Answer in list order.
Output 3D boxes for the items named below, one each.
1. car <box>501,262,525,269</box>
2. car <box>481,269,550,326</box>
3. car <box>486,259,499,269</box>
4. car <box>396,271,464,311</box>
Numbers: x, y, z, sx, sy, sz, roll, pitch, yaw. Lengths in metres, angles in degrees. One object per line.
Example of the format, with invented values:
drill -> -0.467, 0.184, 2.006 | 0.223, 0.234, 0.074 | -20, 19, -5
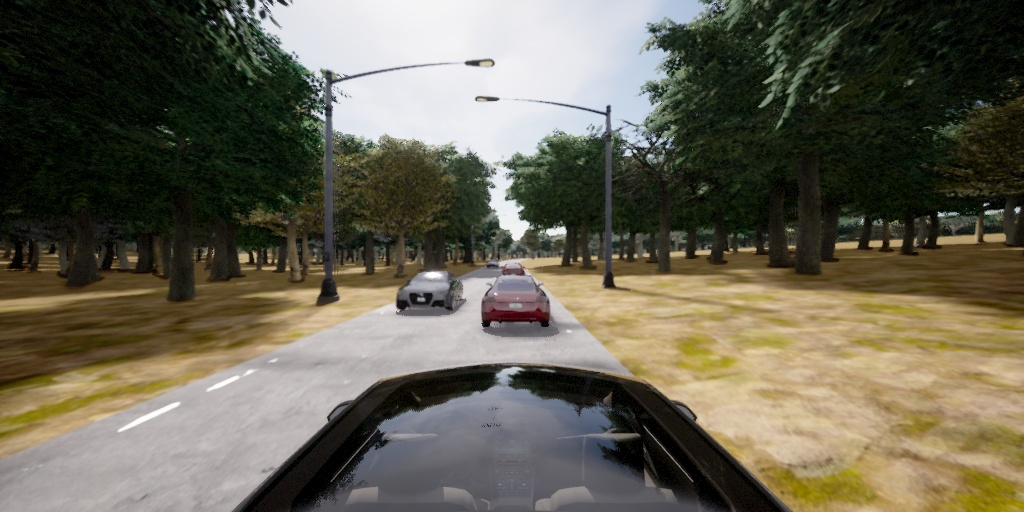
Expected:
car -> 0.102, 1.226, 28.917 | 1.812, 1.442, 4.674 | 0, 0, 0
car -> 0.103, 1.293, 11.598 | 1.994, 1.385, 4.181 | 0, 0, 0
car -> -3.030, 1.225, 56.606 | 2.033, 1.411, 5.357 | 0, 0, 1
car -> -3.094, 1.288, 14.182 | 1.994, 1.385, 4.181 | 0, 0, 0
